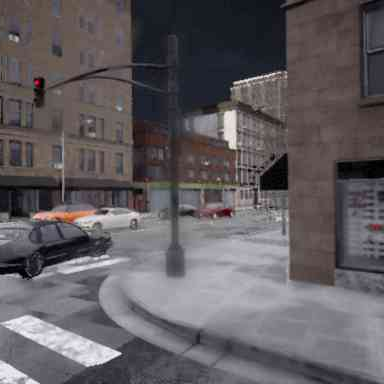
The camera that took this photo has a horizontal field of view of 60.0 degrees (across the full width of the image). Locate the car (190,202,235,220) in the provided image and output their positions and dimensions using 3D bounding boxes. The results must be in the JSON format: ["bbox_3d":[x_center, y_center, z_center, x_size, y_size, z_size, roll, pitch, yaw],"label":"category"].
[{"bbox_3d":[2.261,1.747,31.405,1.882,1.535,5.008,-1,-1,36],"label":"car"}]

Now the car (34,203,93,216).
[{"bbox_3d":[-8.381,1.576,22.250,2.097,1.767,4.553,-1,-1,36],"label":"car"}]

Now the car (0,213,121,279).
[{"bbox_3d":[-4.567,1.588,10.282,2.033,1.411,5.357,-1,-1,18],"label":"car"}]

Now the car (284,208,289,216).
[{"bbox_3d":[10.637,1.809,31.555,1.895,1.301,4.718,-1,-1,36],"label":"car"}]

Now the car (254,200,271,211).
[{"bbox_3d":[10.798,1.923,48.629,2.128,1.511,4.902,-1,-1,36],"label":"car"}]

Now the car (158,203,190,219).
[{"bbox_3d":[-1.230,1.830,32.124,1.812,1.442,4.674,-1,-1,36],"label":"car"}]

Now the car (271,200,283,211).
[{"bbox_3d":[13.247,1.862,46.475,1.882,1.535,5.008,-1,-1,37],"label":"car"}]

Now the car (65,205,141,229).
[{"bbox_3d":[-5.237,1.711,21.025,1.812,1.442,4.674,-1,-1,37],"label":"car"}]
